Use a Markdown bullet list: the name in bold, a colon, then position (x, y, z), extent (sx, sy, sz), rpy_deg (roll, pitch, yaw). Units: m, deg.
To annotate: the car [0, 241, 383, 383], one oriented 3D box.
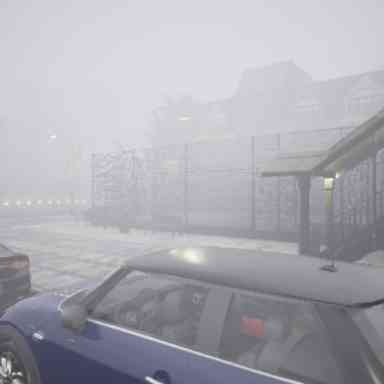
- **car**: position (-0.081, 1.359, 3.362), extent (4.553, 1.767, 2.185), rpy_deg (0, 0, 35)
